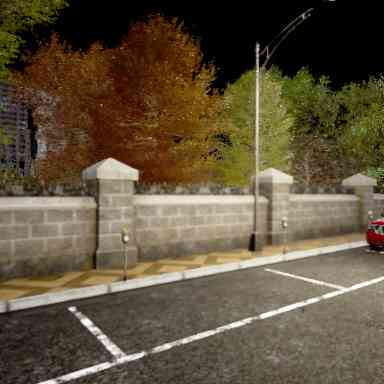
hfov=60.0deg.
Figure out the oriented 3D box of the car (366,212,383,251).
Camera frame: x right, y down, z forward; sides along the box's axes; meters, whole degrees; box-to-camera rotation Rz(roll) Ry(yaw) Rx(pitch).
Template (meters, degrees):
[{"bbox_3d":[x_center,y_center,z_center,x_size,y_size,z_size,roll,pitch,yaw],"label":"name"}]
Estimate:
[{"bbox_3d":[8.804,1.312,12.831,5.009,1.841,2.192,0,1,-36],"label":"car"}]
